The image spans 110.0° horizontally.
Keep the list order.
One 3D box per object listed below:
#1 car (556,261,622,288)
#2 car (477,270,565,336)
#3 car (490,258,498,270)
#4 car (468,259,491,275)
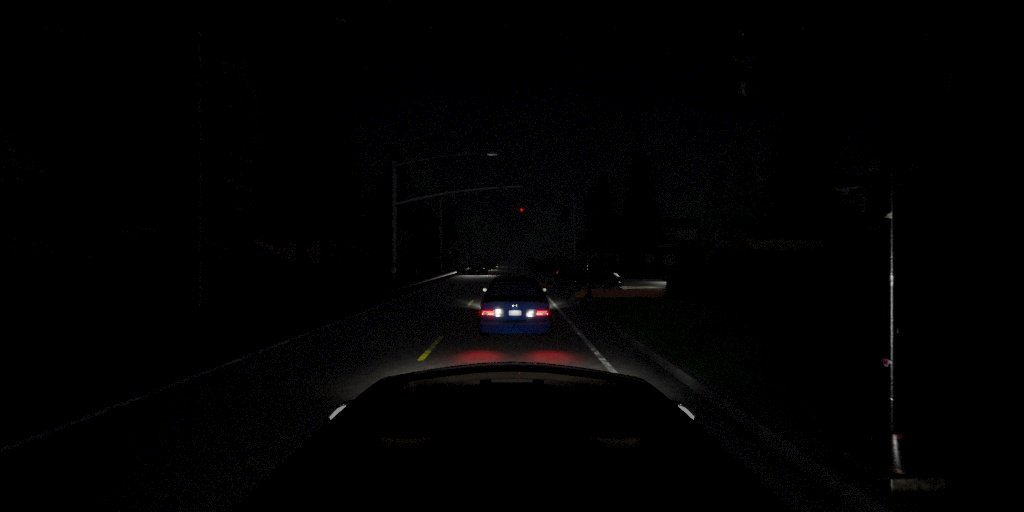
[{"bbox_3d":[5.296,1.232,25.052,4.553,1.767,2.097,1,0,11],"label":"car"},{"bbox_3d":[0.075,1.297,10.393,2.033,1.411,5.357,0,0,0],"label":"car"},{"bbox_3d":[-3.620,1.297,53.598,2.033,1.411,5.357,0,0,0],"label":"car"},{"bbox_3d":[-3.621,1.276,39.259,1.812,1.442,4.674,0,0,0],"label":"car"}]
